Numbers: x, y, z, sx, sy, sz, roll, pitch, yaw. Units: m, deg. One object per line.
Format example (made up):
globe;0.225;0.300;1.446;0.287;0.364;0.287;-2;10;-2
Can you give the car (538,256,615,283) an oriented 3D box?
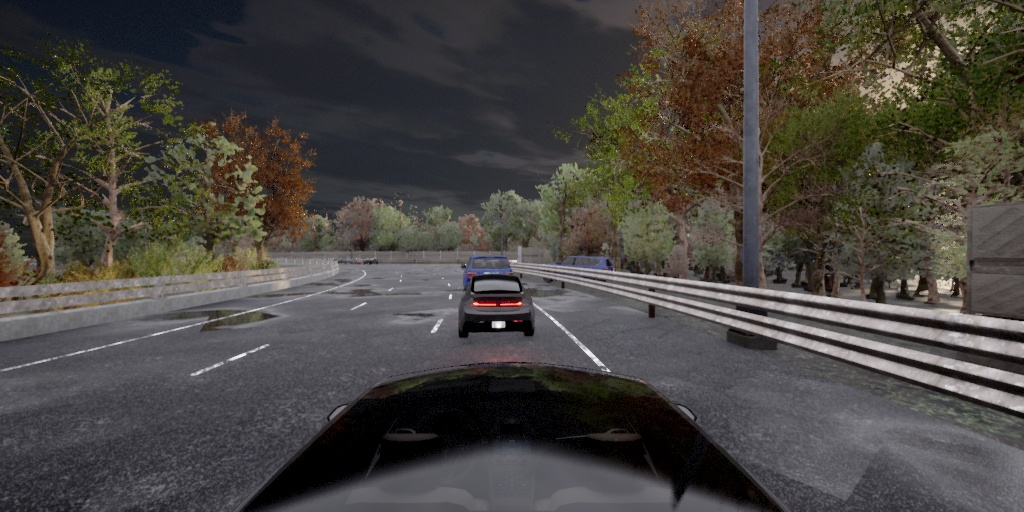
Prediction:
car;4.668;0.998;26.039;5.566;2.045;2.150;3;1;28

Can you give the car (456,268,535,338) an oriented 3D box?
car;-0.518;1.253;10.252;1.837;1.490;4.892;0;0;-5

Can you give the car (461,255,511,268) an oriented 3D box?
car;-1.264;0.968;17.539;2.150;2.045;5.566;0;0;-9
